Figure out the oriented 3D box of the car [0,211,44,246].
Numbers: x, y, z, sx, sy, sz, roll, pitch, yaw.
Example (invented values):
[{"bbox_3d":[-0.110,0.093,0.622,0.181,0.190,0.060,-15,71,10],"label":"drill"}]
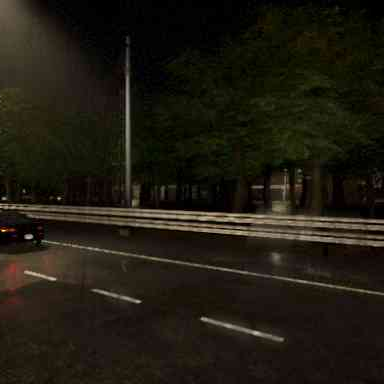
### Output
[{"bbox_3d":[-8.051,1.534,13.927,4.674,1.442,1.812,0,0,36],"label":"car"}]
